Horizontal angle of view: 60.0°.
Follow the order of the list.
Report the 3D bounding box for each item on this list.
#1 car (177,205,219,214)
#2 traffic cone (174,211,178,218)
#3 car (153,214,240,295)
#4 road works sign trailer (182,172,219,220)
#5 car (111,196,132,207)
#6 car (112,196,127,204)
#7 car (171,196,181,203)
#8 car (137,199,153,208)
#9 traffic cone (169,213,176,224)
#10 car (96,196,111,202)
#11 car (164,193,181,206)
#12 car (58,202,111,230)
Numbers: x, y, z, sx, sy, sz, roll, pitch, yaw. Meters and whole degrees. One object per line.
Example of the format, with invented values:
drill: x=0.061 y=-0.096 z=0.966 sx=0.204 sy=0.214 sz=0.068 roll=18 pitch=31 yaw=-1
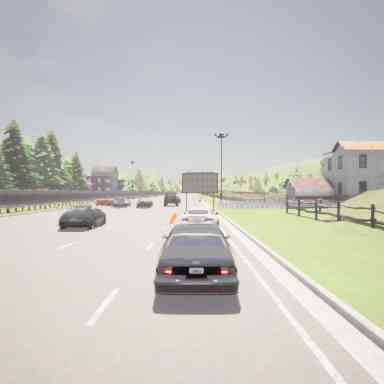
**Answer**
car: x=0.474 y=1.540 z=18.474 sx=1.812 sy=1.442 sz=4.674 roll=-1 pitch=-1 yaw=7
traffic cone: x=-1.446 y=1.955 z=25.203 sx=0.340 sy=0.580 sz=0.340 roll=0 pitch=0 yaw=0
car: x=0.112 y=1.547 z=8.846 sx=2.033 sy=1.411 sz=5.357 roll=0 pitch=0 yaw=1
road works sign trailer: x=0.525 y=0.464 z=22.087 sx=2.380 sy=3.560 sz=2.880 roll=0 pitch=0 yaw=-3
car: x=-10.320 y=1.601 z=49.900 sx=1.895 sy=1.301 sz=4.718 roll=0 pitch=0 yaw=0
car: x=-13.795 y=1.526 z=63.764 sx=1.812 sy=1.442 sz=4.674 roll=0 pitch=0 yaw=0
car: x=-3.287 y=1.564 z=68.600 sx=1.994 sy=1.385 sz=4.181 roll=0 pitch=0 yaw=0
car: x=-6.814 y=1.601 z=48.633 sx=1.895 sy=1.301 sz=4.718 roll=0 pitch=0 yaw=0
traffic cone: x=-1.449 y=1.955 z=23.203 sx=0.340 sy=0.580 sz=0.340 roll=0 pitch=0 yaw=0
car: x=-13.814 y=1.352 z=53.162 sx=2.097 sy=1.767 sz=4.553 roll=0 pitch=0 yaw=0
car: x=-3.312 y=1.221 z=53.385 sx=2.150 sy=2.045 sz=5.566 roll=0 pitch=0 yaw=0
car: x=-6.865 y=1.563 z=21.235 sx=1.994 sy=1.385 sz=4.181 roll=0 pitch=0 yaw=0
